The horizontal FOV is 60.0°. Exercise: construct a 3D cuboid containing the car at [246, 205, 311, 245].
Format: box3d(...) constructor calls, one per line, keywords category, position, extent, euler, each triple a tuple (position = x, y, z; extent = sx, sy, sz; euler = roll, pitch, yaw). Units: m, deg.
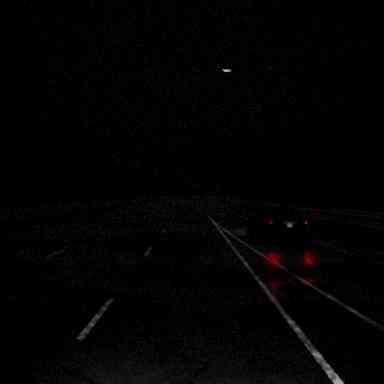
box3d(category="car", position=(4.142, 1.493, 16.623), extent=(2.097, 1.767, 4.553), euler=(0, 0, -4))
